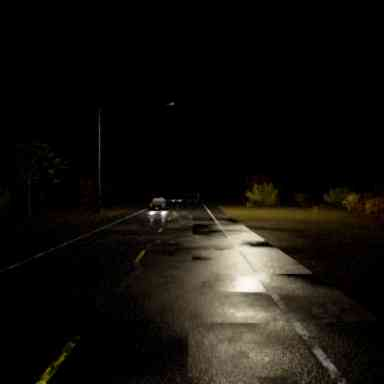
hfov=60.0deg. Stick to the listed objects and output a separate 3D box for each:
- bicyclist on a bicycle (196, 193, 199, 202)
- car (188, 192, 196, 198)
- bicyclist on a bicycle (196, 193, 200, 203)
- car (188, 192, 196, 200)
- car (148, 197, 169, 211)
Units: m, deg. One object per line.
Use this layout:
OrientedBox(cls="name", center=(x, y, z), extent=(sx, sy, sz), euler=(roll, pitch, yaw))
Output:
OrientedBox(cls="bicyclist on a bicycle", center=(0.939, 1.009, 60.024), extent=(0.582, 1.620, 1.656), euler=(0, 0, 0))
OrientedBox(cls="car", center=(-0.032, 0.785, 83.004), extent=(2.033, 1.411, 5.357), euler=(0, 1, 0))
OrientedBox(cls="bicyclist on a bicycle", center=(0.940, 1.003, 51.026), extent=(0.659, 1.776, 1.843), euler=(0, 1, 0))
OrientedBox(cls="car", center=(-0.031, 0.974, 72.509), extent=(2.128, 1.511, 4.902), euler=(0, 1, 0))
OrientedBox(cls="car", center=(-3.614, 1.291, 36.895), extent=(2.033, 1.411, 5.357), euler=(0, 0, 0))
